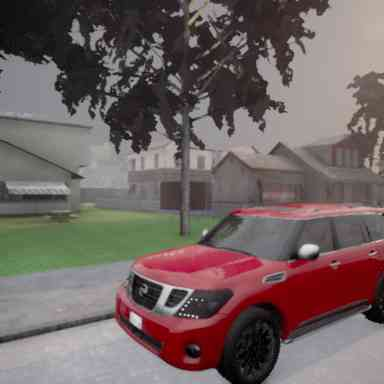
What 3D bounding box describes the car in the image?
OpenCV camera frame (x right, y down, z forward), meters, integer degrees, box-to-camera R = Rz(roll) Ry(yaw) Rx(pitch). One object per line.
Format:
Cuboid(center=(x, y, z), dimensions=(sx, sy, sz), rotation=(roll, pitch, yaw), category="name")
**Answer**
Cuboid(center=(1.554, 1.253, 5.725), dimensions=(5.566, 2.045, 2.150), rotation=(1, 0, -36), category="car")
